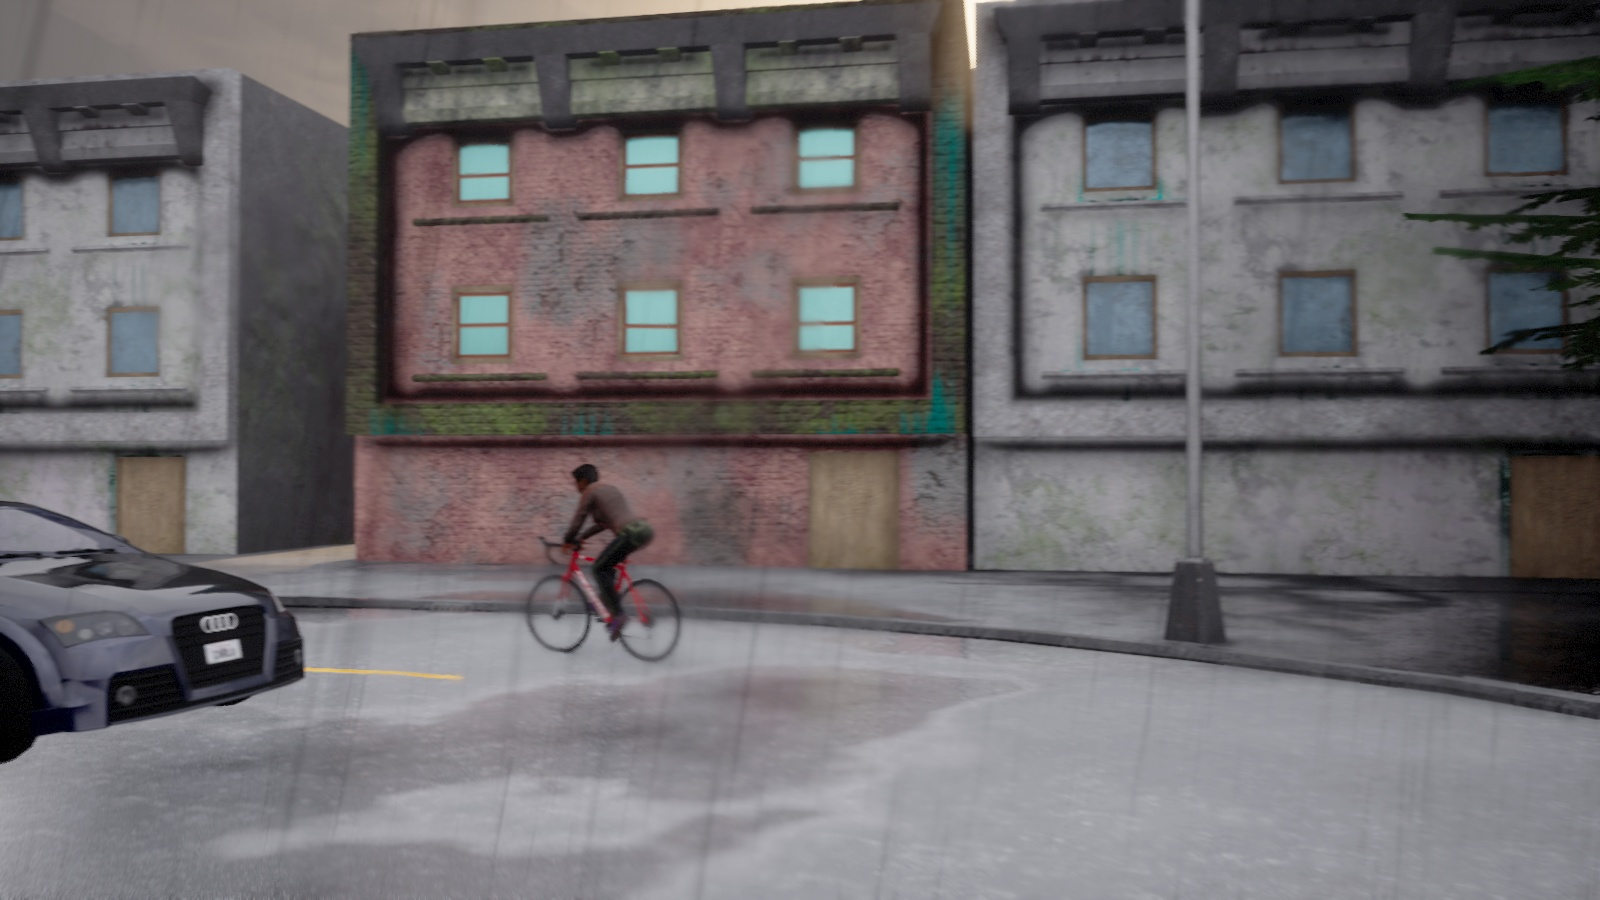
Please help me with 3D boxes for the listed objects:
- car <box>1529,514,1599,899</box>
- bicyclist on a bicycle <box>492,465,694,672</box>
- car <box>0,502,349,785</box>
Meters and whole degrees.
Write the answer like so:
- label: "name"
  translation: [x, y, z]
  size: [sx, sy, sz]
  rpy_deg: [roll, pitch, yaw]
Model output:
- label: "car"
  translation: [3.580, 0.908, 3.580]
  size: [1.481, 1.376, 2.207]
  rpy_deg: [0, -1, -13]
- label: "bicyclist on a bicycle"
  translation: [-1.766, 0.957, 10.609]
  size: [1.656, 1.620, 0.582]
  rpy_deg: [-1, 0, 30]
- label: "car"
  translation: [-5.262, 1.043, 7.872]
  size: [4.181, 1.385, 1.994]
  rpy_deg: [-1, -1, 14]
